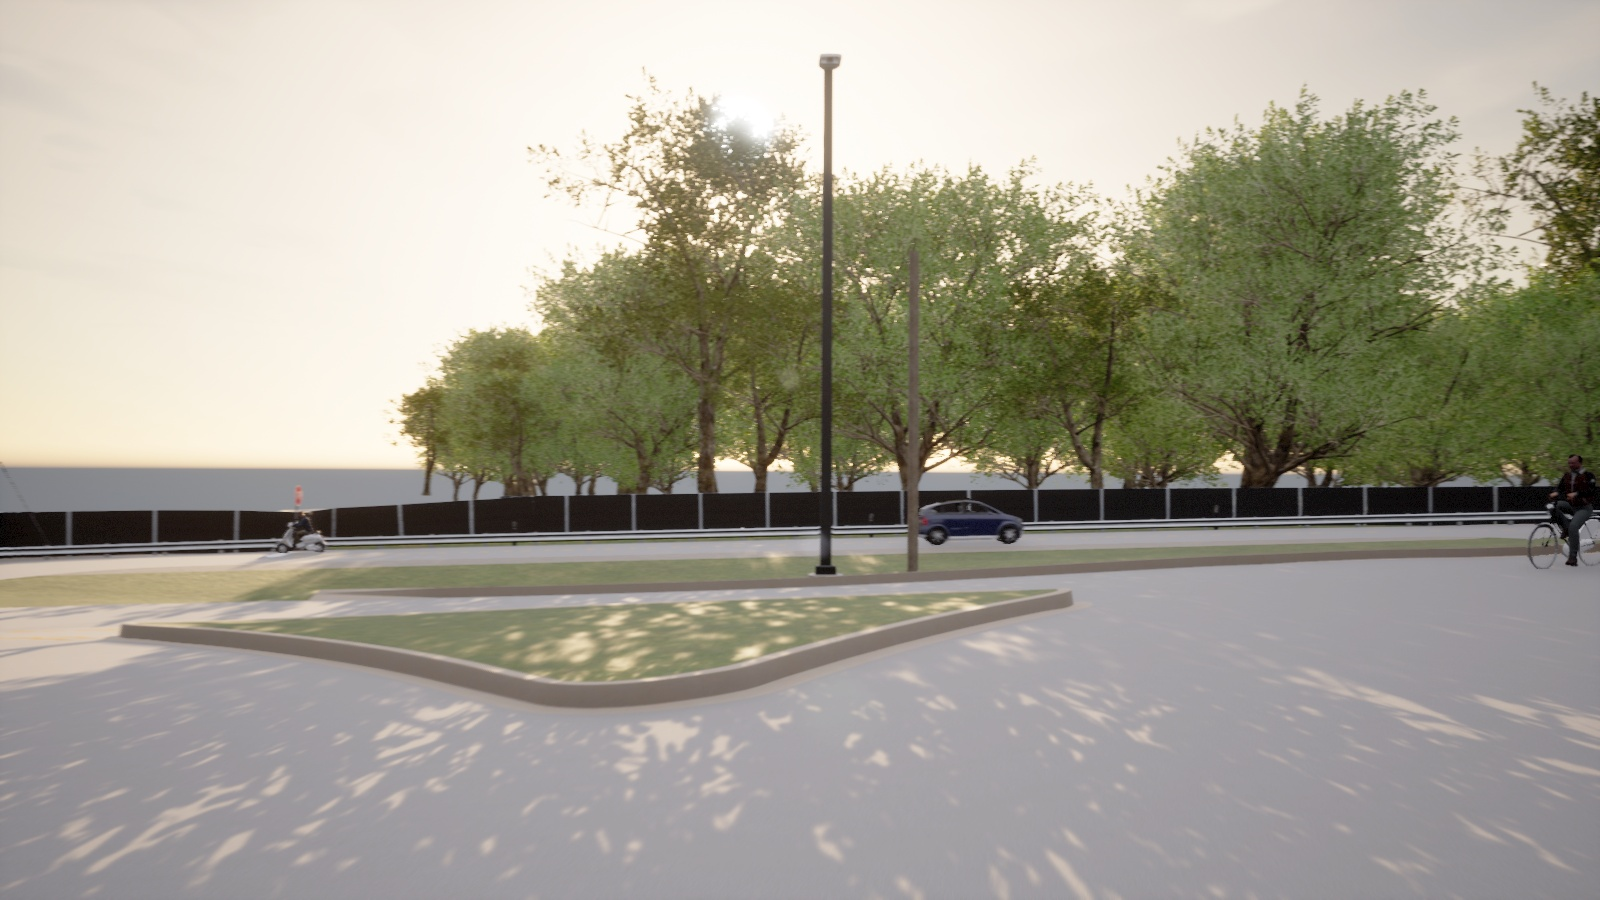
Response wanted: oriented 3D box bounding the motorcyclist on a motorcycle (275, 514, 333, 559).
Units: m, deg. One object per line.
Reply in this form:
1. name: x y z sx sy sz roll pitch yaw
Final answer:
1. motorcyclist on a motorcycle: -18.544 3.229 46.989 1.817 1.590 0.866 -1 0 -6

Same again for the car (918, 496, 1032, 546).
1. car: 6.143 2.489 44.265 3.705 1.549 1.789 -2 -1 -1

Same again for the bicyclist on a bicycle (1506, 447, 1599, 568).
1. bicyclist on a bicycle: 11.826 0.857 19.359 1.843 1.776 0.659 -1 0 -24
